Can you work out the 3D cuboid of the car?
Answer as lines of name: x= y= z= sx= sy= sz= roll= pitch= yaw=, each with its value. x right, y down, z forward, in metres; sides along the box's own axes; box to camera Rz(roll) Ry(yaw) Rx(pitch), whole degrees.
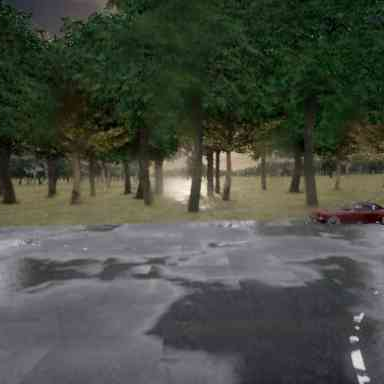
car: x=9.193 y=1.234 z=18.846 sx=4.718 sy=1.301 sz=1.895 roll=-2 pitch=2 yaw=0
